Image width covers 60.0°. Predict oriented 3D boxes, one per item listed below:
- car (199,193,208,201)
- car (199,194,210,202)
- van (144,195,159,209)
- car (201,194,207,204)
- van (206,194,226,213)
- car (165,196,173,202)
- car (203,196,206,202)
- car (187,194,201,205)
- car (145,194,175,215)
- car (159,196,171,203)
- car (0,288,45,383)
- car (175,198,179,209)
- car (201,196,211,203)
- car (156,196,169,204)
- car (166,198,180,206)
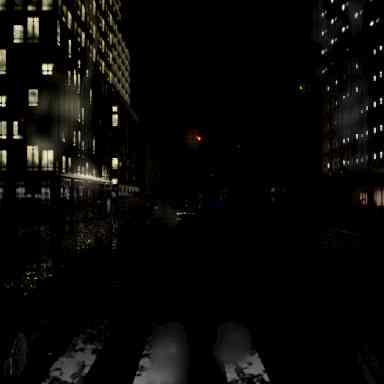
[{"bbox_3d":[2.879,1.310,85.769,2.192,1.841,5.009,0,0,0],"label":"car"},{"bbox_3d":[2.821,1.312,74.691,2.192,1.841,5.009,0,0,0],"label":"car"},{"bbox_3d":[-5.702,1.341,47.037,1.690,1.788,3.998,0,0,0],"label":"van"},{"bbox_3d":[2.764,1.313,63.612,2.192,1.841,5.009,0,0,0],"label":"car"},{"bbox_3d":[2.735,1.341,35.919,1.690,1.788,3.998,0,0,0],"label":"van"},{"bbox_3d":[-5.531,1.578,80.273,1.802,1.307,4.206,0,0,0],"label":"car"},{"bbox_3d":[2.672,1.544,41.458,1.887,1.381,4.507,0,0,0],"label":"car"},{"bbox_3d":[0.149,1.351,59.491,2.097,1.767,4.553,0,0,0],"label":"car"},{"bbox_3d":[-3.182,1.222,33.613,2.150,2.045,5.566,0,0,0],"label":"car"},{"bbox_3d":[-5.589,1.549,69.193,2.008,1.369,4.403,0,0,0],"label":"car"},{"bbox_3d":[-2.742,1.601,2.462,1.895,1.301,4.718,0,0,-8],"label":"car"},{"bbox_3d":[-3.129,1.525,43.592,1.812,1.442,4.674,0,0,0],"label":"car"},{"bbox_3d":[2.792,1.542,69.151,1.887,1.381,4.507,0,0,0],"label":"car"},{"bbox_3d":[-5.617,1.564,63.655,1.947,1.339,4.313,0,0,0],"label":"car"},{"bbox_3d":[-3.068,1.600,54.214,1.895,1.301,4.718,0,0,0],"label":"car"}]
